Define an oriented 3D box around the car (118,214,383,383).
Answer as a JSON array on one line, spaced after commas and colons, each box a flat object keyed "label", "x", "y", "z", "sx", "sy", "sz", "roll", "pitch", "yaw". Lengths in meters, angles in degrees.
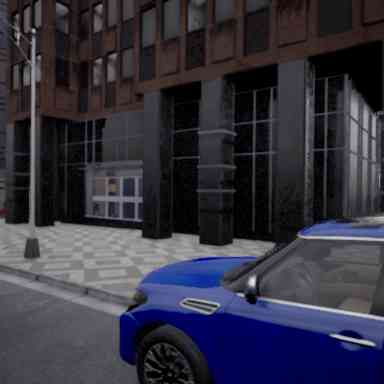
[{"label": "car", "x": 1.792, "y": 1.226, "z": 3.080, "sx": 5.566, "sy": 2.045, "sz": 2.150, "roll": 0, "pitch": 0, "yaw": 36}]
